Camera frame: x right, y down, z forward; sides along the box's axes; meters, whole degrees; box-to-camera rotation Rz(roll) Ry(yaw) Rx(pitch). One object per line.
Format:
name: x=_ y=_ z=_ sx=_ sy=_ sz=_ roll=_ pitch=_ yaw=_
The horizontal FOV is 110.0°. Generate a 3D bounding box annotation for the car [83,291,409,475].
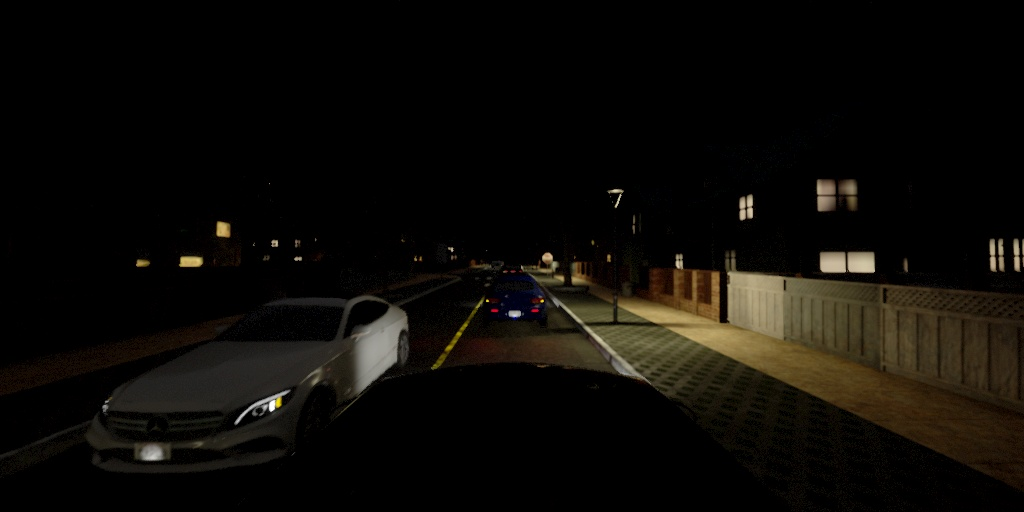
car: x=-2.835 y=1.287 z=5.153 sx=1.812 sy=1.442 sz=4.674 roll=0 pitch=0 yaw=0

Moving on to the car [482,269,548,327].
car: x=0.084 y=1.309 z=11.485 sx=1.812 sy=1.442 sz=4.674 roll=0 pitch=0 yaw=0

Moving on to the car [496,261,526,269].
car: x=0.054 y=1.342 z=27.564 sx=2.128 sy=1.511 sz=4.902 roll=0 pitch=0 yaw=-1
